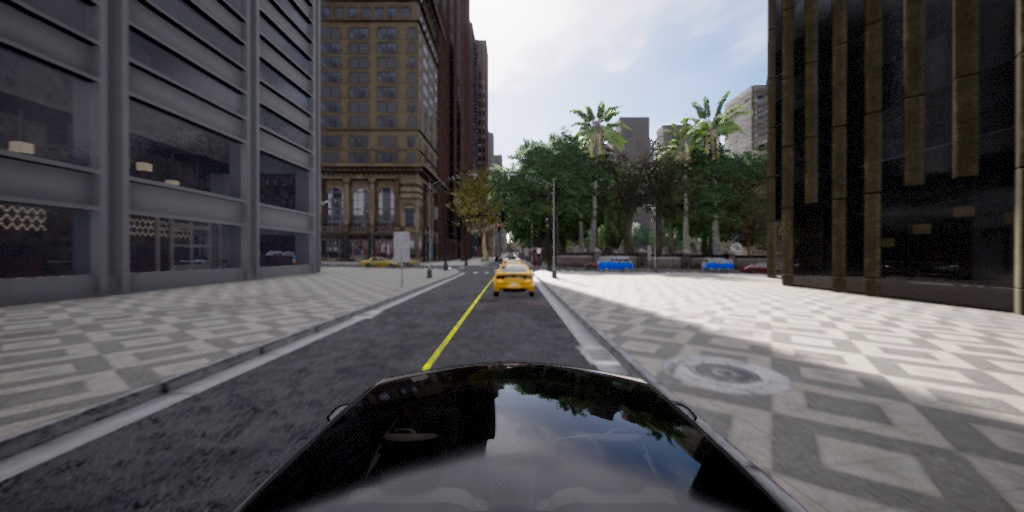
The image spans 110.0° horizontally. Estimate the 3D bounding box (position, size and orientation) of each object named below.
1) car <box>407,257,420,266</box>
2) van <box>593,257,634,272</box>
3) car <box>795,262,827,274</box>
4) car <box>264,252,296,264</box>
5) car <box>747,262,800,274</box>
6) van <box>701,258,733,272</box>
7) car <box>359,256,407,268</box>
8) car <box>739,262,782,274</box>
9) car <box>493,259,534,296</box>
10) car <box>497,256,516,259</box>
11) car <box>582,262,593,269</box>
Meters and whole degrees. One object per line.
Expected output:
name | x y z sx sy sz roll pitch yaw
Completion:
car | -15.363 0.695 49.935 4.829 1.417 1.751 0 0 0
van | 11.871 0.980 41.308 3.998 1.789 1.690 0 0 0
car | 33.965 1.443 41.225 4.097 1.591 1.967 0 0 0
car | -26.387 0.534 41.451 4.829 1.417 1.751 0 0 0
car | 34.210 1.539 47.037 5.357 1.411 2.033 1 0 1
van | 28.463 1.230 49.772 3.998 1.789 1.690 0 0 0
car | -15.046 0.718 41.409 4.829 1.417 1.751 0 0 0
car | 28.441 1.494 41.246 4.207 1.307 1.802 0 0 0
car | 0.095 1.090 18.224 1.882 1.535 5.008 0 0 0
car | 0.001 1.010 28.284 1.882 1.535 5.008 0 0 0
car | 11.893 1.198 49.834 4.207 1.307 1.802 0 0 0
